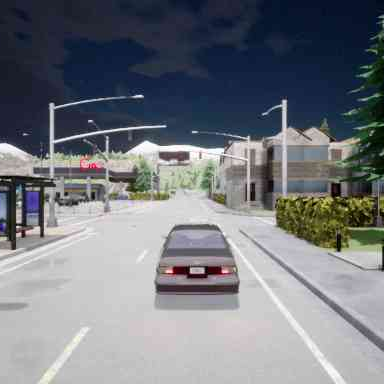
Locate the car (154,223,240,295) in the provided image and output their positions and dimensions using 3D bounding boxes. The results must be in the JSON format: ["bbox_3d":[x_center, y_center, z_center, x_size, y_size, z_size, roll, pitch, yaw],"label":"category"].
[{"bbox_3d":[0.101,1.547,8.871,2.033,1.411,5.357,0,0,0],"label":"car"}]

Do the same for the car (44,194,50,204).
[{"bbox_3d":[-25.884,1.289,61.061,1.932,1.855,4.605,0,0,0],"label":"car"}]

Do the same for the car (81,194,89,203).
[{"bbox_3d":[-22.618,1.268,68.937,1.905,1.878,3.866,0,0,0],"label":"car"}]

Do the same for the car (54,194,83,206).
[{"bbox_3d":[-18.917,1.489,51.068,2.007,1.523,4.514,0,0,0],"label":"car"}]

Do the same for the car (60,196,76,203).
[{"bbox_3d":[-25.944,1.552,69.540,1.970,1.475,3.806,0,0,0],"label":"car"}]
